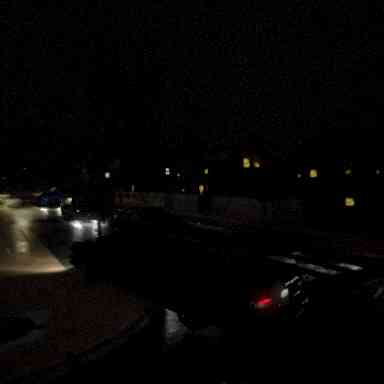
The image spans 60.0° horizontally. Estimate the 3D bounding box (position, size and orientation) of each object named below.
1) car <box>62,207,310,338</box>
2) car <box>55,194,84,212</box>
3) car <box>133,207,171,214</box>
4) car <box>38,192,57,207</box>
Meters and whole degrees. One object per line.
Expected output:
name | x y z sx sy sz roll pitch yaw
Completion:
car | -0.429 1.439 6.892 5.357 1.411 2.033 6 5 40
car | -8.157 1.068 24.046 2.033 1.411 5.357 0 1 -32
car | -1.819 1.331 13.765 2.033 1.411 5.357 0 1 -33
car | -15.212 0.707 35.606 1.882 1.535 5.008 0 1 -31
